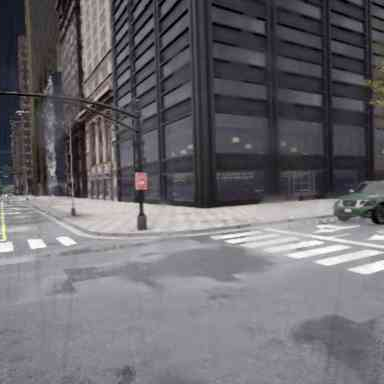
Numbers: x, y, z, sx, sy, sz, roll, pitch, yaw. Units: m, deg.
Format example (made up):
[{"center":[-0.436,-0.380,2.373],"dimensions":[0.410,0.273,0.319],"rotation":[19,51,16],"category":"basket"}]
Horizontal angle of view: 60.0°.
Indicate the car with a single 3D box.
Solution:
[{"center":[9.719,0.415,17.158],"dimensions":[5.566,2.045,2.150],"rotation":[-3,2,-31],"category":"car"}]
